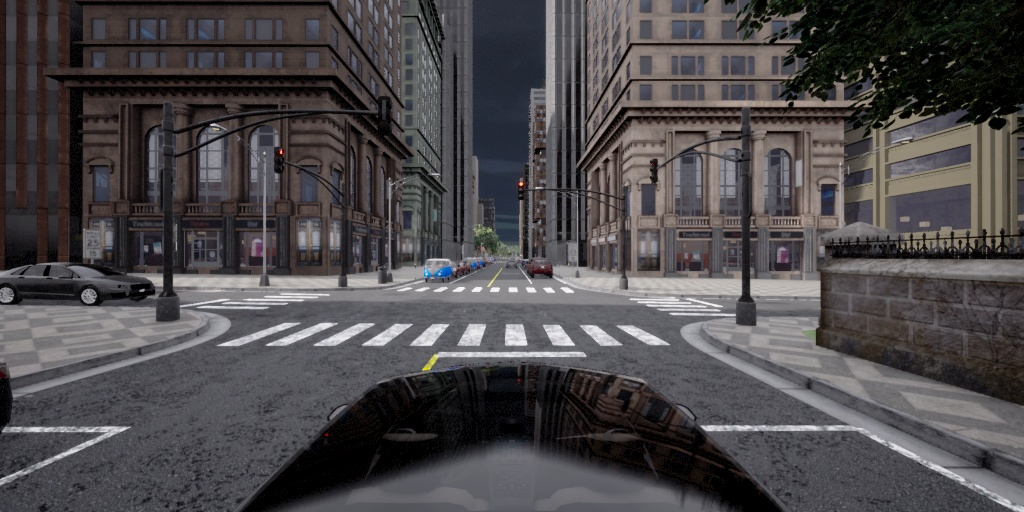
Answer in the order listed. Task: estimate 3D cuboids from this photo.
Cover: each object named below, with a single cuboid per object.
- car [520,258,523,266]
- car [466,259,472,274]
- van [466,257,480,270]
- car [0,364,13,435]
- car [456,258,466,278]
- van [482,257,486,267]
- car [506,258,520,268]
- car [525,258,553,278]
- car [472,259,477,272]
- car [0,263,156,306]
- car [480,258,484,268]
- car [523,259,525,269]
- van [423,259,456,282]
[{"bbox_3d":[2.635,1.352,55.580,2.007,1.370,4.403,0,0,0],"label":"car"},{"bbox_3d":[-5.851,1.322,39.229,1.888,1.381,4.507,0,0,0],"label":"car"},{"bbox_3d":[-5.877,1.134,50.112,1.690,1.789,3.998,0,0,0],"label":"van"},{"bbox_3d":[-5.762,1.316,1.691,1.948,1.339,4.313,0,0,0],"label":"car"},{"bbox_3d":[-5.838,1.210,33.789,1.967,1.591,4.097,0,0,0],"label":"car"},{"bbox_3d":[-5.903,1.150,60.995,1.690,1.789,3.998,0,0,0],"label":"van"},{"bbox_3d":[-0.042,1.301,61.261,2.128,1.511,4.902,0,0,0],"label":"car"},{"bbox_3d":[2.687,1.085,33.818,2.192,1.841,5.009,0,0,0],"label":"car"},{"bbox_3d":[-5.864,1.351,44.670,1.948,1.339,4.313,0,0,0],"label":"car"},{"bbox_3d":[-16.518,1.024,13.616,4.892,1.490,1.837,1,0,-1],"label":"car"},{"bbox_3d":[-5.890,1.346,55.553,1.888,1.381,4.507,0,0,0],"label":"car"},{"bbox_3d":[2.674,1.092,39.258,2.192,1.841,5.009,0,0,0],"label":"car"},{"bbox_3d":[-5.825,1.105,28.348,1.690,1.789,3.998,0,0,0],"label":"van"}]
